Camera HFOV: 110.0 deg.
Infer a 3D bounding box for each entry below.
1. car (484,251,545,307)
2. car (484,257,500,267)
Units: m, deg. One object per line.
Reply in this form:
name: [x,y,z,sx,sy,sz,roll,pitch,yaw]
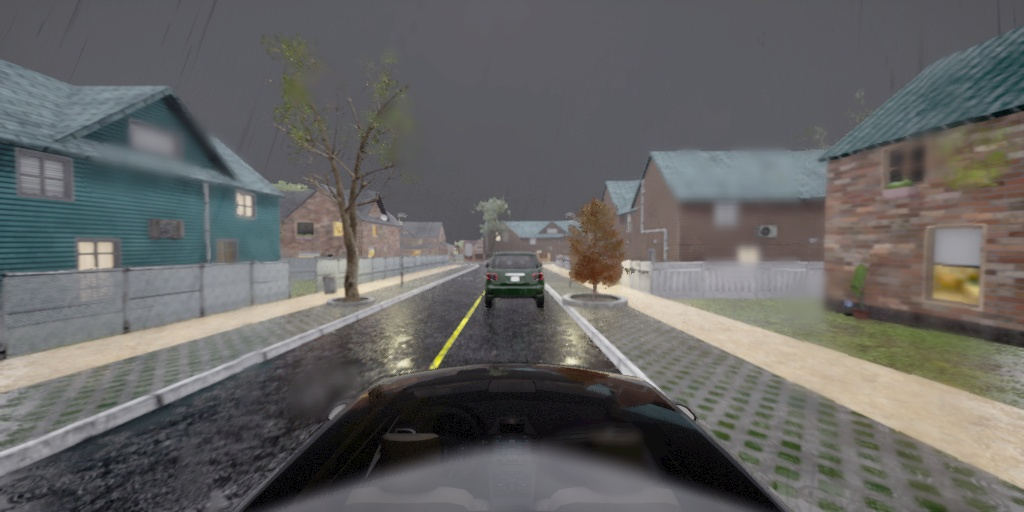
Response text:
car: [0.092,0.817,14.575,2.150,2.045,5.566,0,1,0]
car: [-2.744,0.835,49.809,1.895,1.301,4.718,0,1,0]
